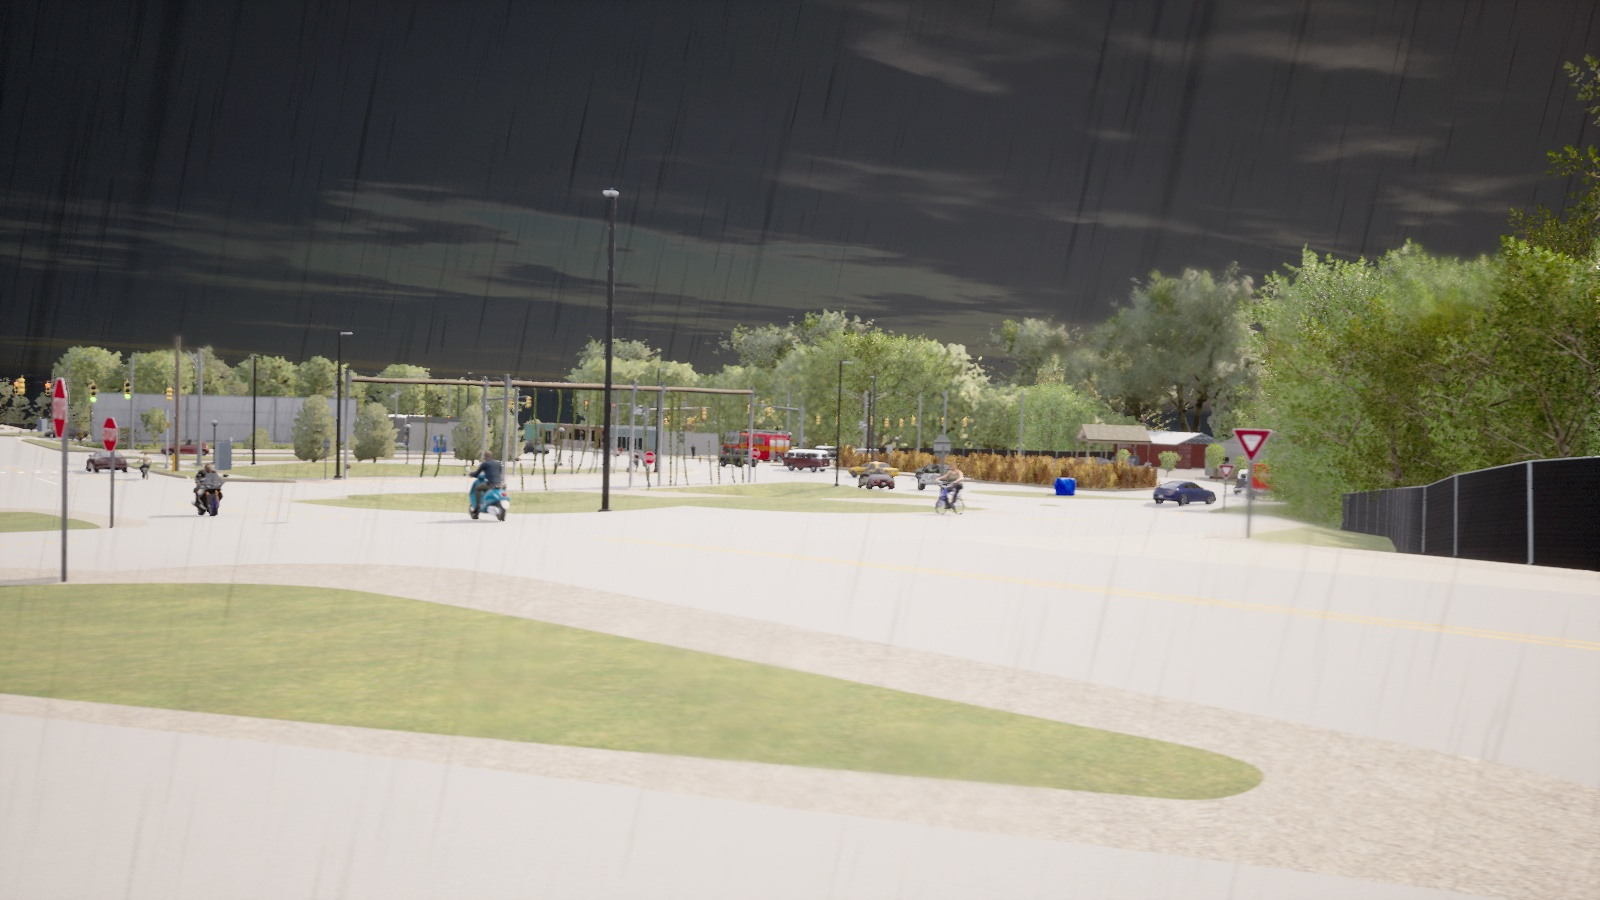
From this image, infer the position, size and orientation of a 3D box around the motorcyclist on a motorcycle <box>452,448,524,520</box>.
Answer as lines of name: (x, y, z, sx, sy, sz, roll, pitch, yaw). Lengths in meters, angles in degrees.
motorcyclist on a motorcycle: (-7.138, 0.773, 28.666, 0.866, 1.590, 1.817, 1, -1, -40)

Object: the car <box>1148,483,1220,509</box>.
car: (23.289, 2.784, 76.131, 4.674, 1.442, 1.812, 1, 1, -38)

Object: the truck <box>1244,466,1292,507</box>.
truck: (32.055, 2.573, 86.217, 2.627, 2.467, 5.204, 2, -3, 17)

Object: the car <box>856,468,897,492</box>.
car: (5.297, 2.058, 87.387, 1.816, 1.474, 4.193, 2, 0, -12)

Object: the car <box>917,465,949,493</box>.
car: (9.325, 2.024, 88.325, 1.932, 1.855, 4.605, 2, -1, 2)

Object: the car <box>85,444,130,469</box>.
car: (-44.829, 0.385, 81.254, 1.812, 1.442, 4.674, 0, 1, -38)

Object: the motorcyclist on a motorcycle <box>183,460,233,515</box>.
motorcyclist on a motorcycle: (-16.864, 1.049, 35.742, 0.866, 1.530, 2.191, 0, -1, -36)

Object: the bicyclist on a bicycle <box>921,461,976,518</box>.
bicyclist on a bicycle: (4.404, 1.166, 37.120, 0.866, 1.612, 1.509, 2, -1, 40)
